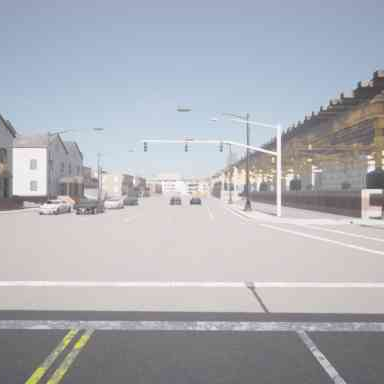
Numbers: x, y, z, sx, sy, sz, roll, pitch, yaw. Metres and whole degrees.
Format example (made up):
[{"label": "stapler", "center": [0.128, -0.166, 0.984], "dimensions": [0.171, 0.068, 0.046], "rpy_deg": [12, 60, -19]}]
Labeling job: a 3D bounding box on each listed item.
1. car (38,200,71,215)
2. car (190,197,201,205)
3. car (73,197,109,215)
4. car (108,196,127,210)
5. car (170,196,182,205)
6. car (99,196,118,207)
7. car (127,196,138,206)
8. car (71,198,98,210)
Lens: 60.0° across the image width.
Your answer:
[{"label": "car", "center": [-13.993, 1.526, 34.244], "dimensions": [1.812, 1.442, 4.674], "rpy_deg": [0, 0, 1]}, {"label": "car", "center": [0.644, 1.564, 58.921], "dimensions": [1.994, 1.385, 4.181], "rpy_deg": [0, 0, 1]}, {"label": "car", "center": [-10.485, 1.505, 34.541], "dimensions": [1.837, 1.490, 4.892], "rpy_deg": [0, 0, 1]}, {"label": "car", "center": [-10.275, 1.526, 43.778], "dimensions": [1.812, 1.442, 4.674], "rpy_deg": [0, 0, 1]}, {"label": "car", "center": [-2.855, 1.491, 58.997], "dimensions": [2.128, 1.511, 4.902], "rpy_deg": [0, 0, 1]}, {"label": "car", "center": [-13.544, 1.504, 54.245], "dimensions": [1.837, 1.490, 4.892], "rpy_deg": [0, 0, 1]}, {"label": "car", "center": [-10.048, 1.477, 54.252], "dimensions": [1.882, 1.535, 5.008], "rpy_deg": [0, 0, 1]}, {"label": "car", "center": [-13.792, 1.564, 42.954], "dimensions": [1.994, 1.385, 4.181], "rpy_deg": [0, 0, 2]}]
